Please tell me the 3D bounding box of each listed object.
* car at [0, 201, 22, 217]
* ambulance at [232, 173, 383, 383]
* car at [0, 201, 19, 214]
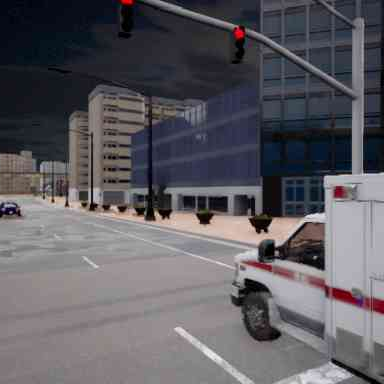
[{"bbox_3d":[-19.379,1.904,35.569,1.812,1.442,4.674,0,-1,-29],"label":"car"},{"bbox_3d":[2.953,1.031,3.397,2.351,2.431,6.366,0,0,-30],"label":"ambulance"},{"bbox_3d":[-24.484,1.994,44.429,2.128,1.511,4.902,0,-1,-30],"label":"car"}]
